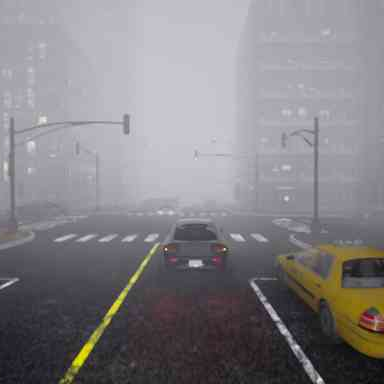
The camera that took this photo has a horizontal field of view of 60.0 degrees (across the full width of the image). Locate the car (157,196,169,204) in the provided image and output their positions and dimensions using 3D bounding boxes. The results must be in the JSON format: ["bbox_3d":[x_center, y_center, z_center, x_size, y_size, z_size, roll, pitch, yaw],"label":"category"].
[{"bbox_3d":[-5.727,1.628,66.627,1.887,1.381,4.507,-1,0,0],"label":"car"}]

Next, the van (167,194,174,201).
[{"bbox_3d":[-5.738,1.455,89.246,1.690,1.788,3.998,-1,0,0],"label":"van"}]

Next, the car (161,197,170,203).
[{"bbox_3d":[-5.728,1.673,72.281,1.802,1.307,4.206,-1,0,0],"label":"car"}]

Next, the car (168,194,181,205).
[{"bbox_3d":[-3.091,1.556,52.024,2.128,1.511,4.902,0,0,0],"label":"car"}]

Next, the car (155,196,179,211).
[{"bbox_3d":[-3.107,1.599,42.073,2.033,1.411,5.357,0,0,0],"label":"car"}]

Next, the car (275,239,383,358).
[{"bbox_3d":[2.805,1.533,6.227,1.752,1.417,4.829,-1,0,0],"label":"car"}]

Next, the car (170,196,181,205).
[{"bbox_3d":[-3.022,1.582,62.221,1.837,1.490,4.892,0,0,0],"label":"car"}]

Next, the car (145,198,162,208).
[{"bbox_3d":[-5.720,1.627,49.663,1.947,1.339,4.313,-1,0,0],"label":"car"}]

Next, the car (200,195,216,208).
[{"bbox_3d":[2.659,1.612,49.667,2.008,1.369,4.403,-1,0,0],"label":"car"}]

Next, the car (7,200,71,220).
[{"bbox_3d":[-12.341,1.414,26.850,4.902,1.511,2.128,1,1,5],"label":"car"}]

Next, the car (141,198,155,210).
[{"bbox_3d":[-5.719,1.579,43.839,1.752,1.417,4.829,-1,0,0],"label":"car"}]

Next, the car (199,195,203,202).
[{"bbox_3d":[2.646,1.546,83.595,1.967,1.590,4.097,-1,0,0],"label":"car"}]

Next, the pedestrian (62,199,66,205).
[{"bbox_3d":[-12.560,1.249,32.529,0.375,1.300,0.375,0,0,1],"label":"pedestrian"}]

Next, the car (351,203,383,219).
[{"bbox_3d":[16.303,1.667,29.195,4.403,1.369,2.008,0,0,1],"label":"car"}]

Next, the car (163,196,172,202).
[{"bbox_3d":[-5.731,1.643,77.936,1.887,1.381,4.507,-1,0,0],"label":"car"}]

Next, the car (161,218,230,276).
[{"bbox_3d":[0.109,1.538,10.220,1.812,1.442,4.674,0,0,1],"label":"car"}]
